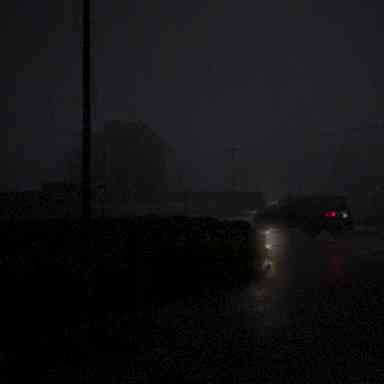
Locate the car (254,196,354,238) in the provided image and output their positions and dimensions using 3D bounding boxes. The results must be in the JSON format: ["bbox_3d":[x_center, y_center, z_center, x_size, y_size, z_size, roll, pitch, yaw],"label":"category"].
[{"bbox_3d":[5.858,1.205,18.065,2.150,2.045,5.566,0,0,-32],"label":"car"}]
